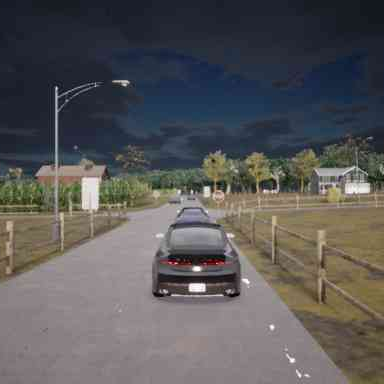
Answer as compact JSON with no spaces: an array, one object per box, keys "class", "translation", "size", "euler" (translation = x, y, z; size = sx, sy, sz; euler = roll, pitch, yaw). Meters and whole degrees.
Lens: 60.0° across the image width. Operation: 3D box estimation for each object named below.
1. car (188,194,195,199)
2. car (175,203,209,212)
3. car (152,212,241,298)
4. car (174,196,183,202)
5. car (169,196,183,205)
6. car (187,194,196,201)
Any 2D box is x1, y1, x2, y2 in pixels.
[{"class":"car","translation":[-0.140,1.246,91.668],"size":[2.033,1.411,5.357],"euler":[0,0,0]},{"class":"car","translation":[0.035,1.563,19.402],"size":[1.994,1.385,4.181],"euler":[0,0,-1]},{"class":"car","translation":[0.086,1.508,8.536],"size":[1.837,1.490,4.892],"euler":[0,0,0]},{"class":"car","translation":[-2.866,1.502,72.483],"size":[1.895,1.301,4.718],"euler":[0,0,0]},{"class":"car","translation":[-2.923,1.498,57.874],"size":[1.994,1.385,4.181],"euler":[0,0,0]},{"class":"car","translation":[-0.127,1.436,81.655],"size":[1.994,1.385,4.181],"euler":[0,0,0]}]
